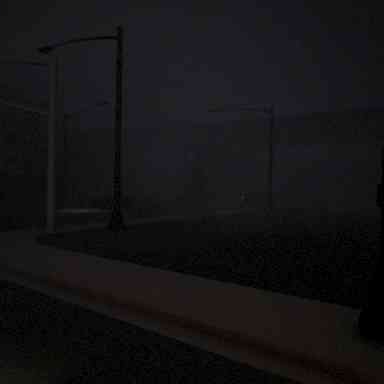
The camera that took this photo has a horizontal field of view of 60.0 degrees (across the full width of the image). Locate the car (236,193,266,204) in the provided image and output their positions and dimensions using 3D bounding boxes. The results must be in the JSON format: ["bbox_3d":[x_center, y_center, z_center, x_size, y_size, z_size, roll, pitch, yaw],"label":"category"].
[{"bbox_3d":[9.071,0.862,51.356,4.553,1.767,2.097,1,1,-21],"label":"car"}]

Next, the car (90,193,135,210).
[{"bbox_3d":[-7.955,0.891,33.729,1.882,1.535,5.008,2,1,35],"label":"car"}]
